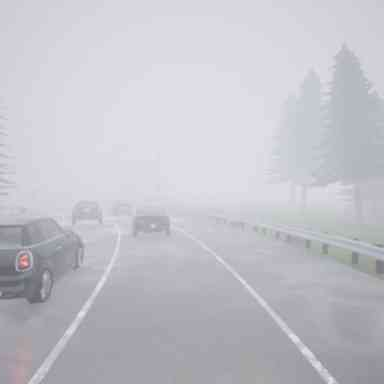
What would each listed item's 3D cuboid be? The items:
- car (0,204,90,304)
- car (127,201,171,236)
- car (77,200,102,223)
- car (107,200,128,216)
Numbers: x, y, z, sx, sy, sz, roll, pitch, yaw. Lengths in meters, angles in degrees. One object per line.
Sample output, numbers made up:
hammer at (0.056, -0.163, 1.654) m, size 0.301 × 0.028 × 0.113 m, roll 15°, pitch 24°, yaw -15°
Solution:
car at (-4.148, 1.365, 8.216) m, size 2.097 × 1.767 × 4.553 m, roll 0°, pitch 0°, yaw -6°
car at (-2.416, 1.477, 18.513) m, size 1.882 × 1.535 × 5.008 m, roll 0°, pitch 0°, yaw -13°
car at (-8.009, 1.373, 25.466) m, size 2.097 × 1.767 × 4.553 m, roll 0°, pitch 0°, yaw -17°
car at (-7.081, 1.515, 32.811) m, size 2.163 × 1.488 × 4.792 m, roll 0°, pitch 0°, yaw -22°
